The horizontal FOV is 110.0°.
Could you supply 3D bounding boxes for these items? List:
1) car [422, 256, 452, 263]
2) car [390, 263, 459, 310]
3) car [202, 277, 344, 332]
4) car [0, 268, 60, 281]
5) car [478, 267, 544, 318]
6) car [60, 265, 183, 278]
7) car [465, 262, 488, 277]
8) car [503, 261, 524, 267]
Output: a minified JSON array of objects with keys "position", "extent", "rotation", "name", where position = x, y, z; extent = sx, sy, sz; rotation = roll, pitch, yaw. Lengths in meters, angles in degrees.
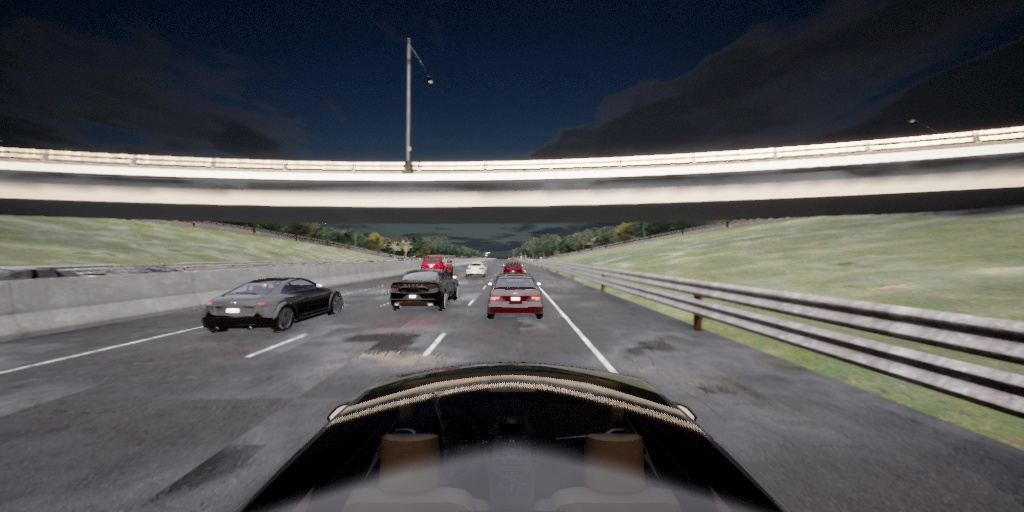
[{"position":[-6.893,0.994,33.291],"extent":[2.150,2.045,5.566],"rotation":[0,0,0],"name":"car"},{"position":[-3.397,1.233,14.730],"extent":[1.882,1.535,5.008],"rotation":[0,0,0],"name":"car"},{"position":[-6.898,1.318,10.871],"extent":[1.994,1.385,4.181],"rotation":[0,0,0],"name":"car"},{"position":[-21.011,1.263,15.030],"extent":[1.837,1.490,4.892],"rotation":[0,-1,0],"name":"car"},{"position":[0.102,1.302,13.018],"extent":[2.033,1.411,5.357],"rotation":[0,0,0],"name":"car"},{"position":[-17.496,1.115,16.839],"extent":[1.994,1.385,4.181],"rotation":[0,0,0],"name":"car"},{"position":[-3.392,1.301,35.040],"extent":[1.812,1.442,4.674],"rotation":[0,0,0],"name":"car"},{"position":[0.108,1.253,35.365],"extent":[1.882,1.535,5.008],"rotation":[0,0,0],"name":"car"}]
